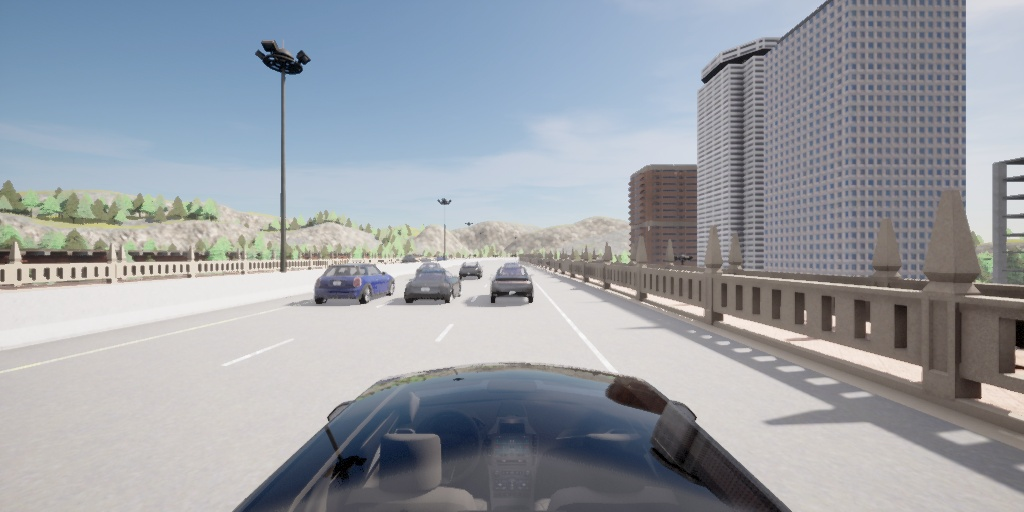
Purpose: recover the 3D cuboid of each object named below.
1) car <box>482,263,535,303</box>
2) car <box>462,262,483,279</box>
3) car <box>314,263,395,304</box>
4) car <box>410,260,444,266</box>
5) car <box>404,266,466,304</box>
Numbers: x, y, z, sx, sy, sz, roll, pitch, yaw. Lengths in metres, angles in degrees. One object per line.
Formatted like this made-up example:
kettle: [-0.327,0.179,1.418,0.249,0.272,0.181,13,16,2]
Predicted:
car: [0.000,1.245,16.500,2.128,1.511,4.902,0,0,0]
car: [-3.557,1.245,31.630,2.128,1.511,4.902,0,0,-1]
car: [-7.000,1.116,16.470,2.097,1.767,4.553,0,0,0]
car: [-7.056,1.313,31.578,2.033,1.411,5.357,0,0,-1]
car: [-3.500,1.322,16.500,1.994,1.385,4.181,0,0,0]
